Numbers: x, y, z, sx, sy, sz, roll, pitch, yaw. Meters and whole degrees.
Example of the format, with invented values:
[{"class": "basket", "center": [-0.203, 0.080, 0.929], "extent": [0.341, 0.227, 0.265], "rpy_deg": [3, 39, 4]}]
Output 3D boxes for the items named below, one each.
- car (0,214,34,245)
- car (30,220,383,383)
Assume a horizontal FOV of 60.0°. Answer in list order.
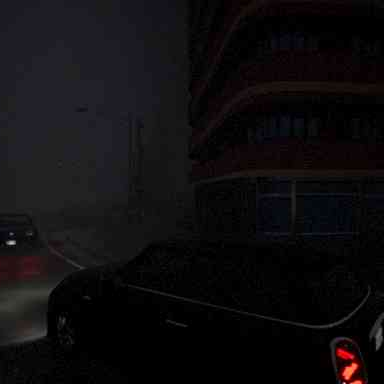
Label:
[{"class": "car", "center": [-7.820, 1.600, 14.357], "extent": [1.895, 1.301, 4.718], "rpy_deg": [0, 0, -29]}, {"class": "car", "center": [0.047, 1.353, 4.366], "extent": [4.553, 1.767, 2.097], "rpy_deg": [0, 0, 39]}]
